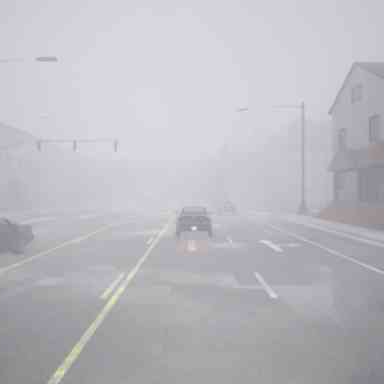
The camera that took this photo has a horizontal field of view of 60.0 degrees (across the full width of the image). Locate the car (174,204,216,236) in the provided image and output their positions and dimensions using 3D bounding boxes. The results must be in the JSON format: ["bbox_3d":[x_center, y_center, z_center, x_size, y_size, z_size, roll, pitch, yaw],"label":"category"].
[{"bbox_3d":[0.098,1.483,18.198,1.837,1.490,4.892,0,0,0],"label":"car"}]

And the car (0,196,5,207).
[{"bbox_3d":[-28.976,1.398,46.191,2.038,1.542,4.974,0,0,29],"label":"car"}]

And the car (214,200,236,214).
[{"bbox_3d":[3.270,1.535,35.095,2.033,1.411,5.357,0,0,-6],"label":"car"}]

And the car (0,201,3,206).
[{"bbox_3d":[-29.000,1.241,46.145,1.853,1.218,4.536,0,0,29],"label":"car"}]

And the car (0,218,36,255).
[{"bbox_3d":[-7.043,1.535,10.645,2.033,1.411,5.357,0,0,1],"label":"car"}]
